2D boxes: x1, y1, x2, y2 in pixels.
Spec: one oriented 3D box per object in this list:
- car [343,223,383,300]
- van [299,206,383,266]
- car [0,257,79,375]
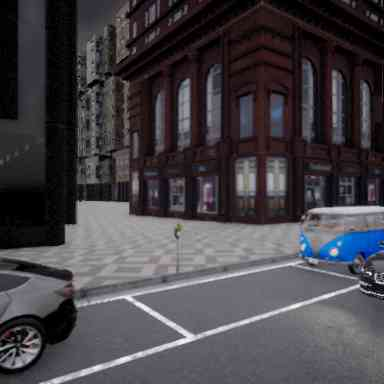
[{"bbox_3d":[5.614,1.506,7.353,4.892,1.490,1.837,0,0,-35],"label":"car"},{"bbox_3d":[4.996,1.341,10.211,3.998,1.788,1.690,0,0,-35],"label":"van"},{"bbox_3d":[-3.634,1.566,4.055,4.313,1.339,1.947,0,0,-35],"label":"car"}]
